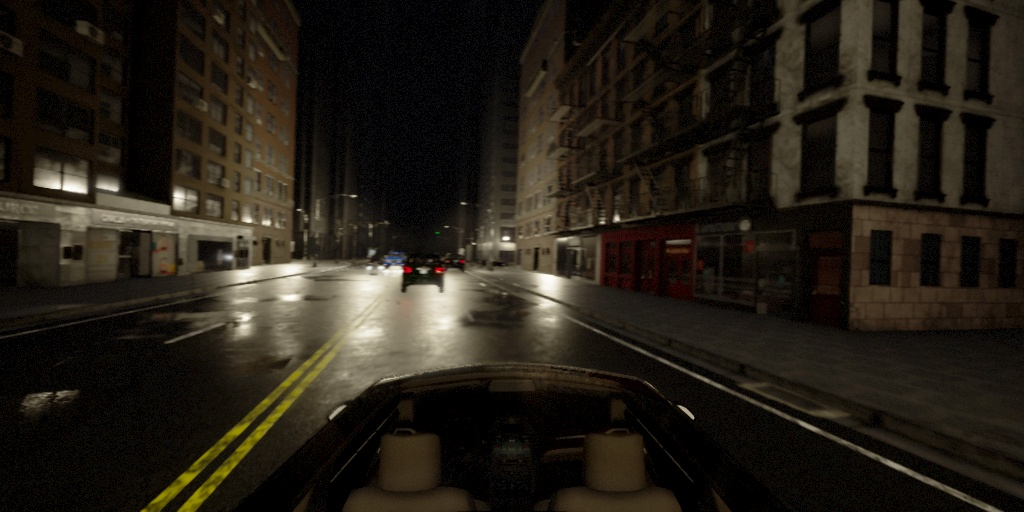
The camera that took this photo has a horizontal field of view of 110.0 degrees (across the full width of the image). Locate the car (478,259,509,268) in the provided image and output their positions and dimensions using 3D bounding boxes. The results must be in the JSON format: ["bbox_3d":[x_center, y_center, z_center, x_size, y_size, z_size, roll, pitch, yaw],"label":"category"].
[{"bbox_3d":[-2.929,1.167,56.622,4.902,1.511,2.128,2,-1,-22],"label":"car"}]

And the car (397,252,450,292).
[{"bbox_3d":[-4.864,0.821,19.805,2.150,2.045,5.566,2,0,-13],"label":"car"}]

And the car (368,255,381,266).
[{"bbox_3d":[-18.919,0.638,50.204,1.837,1.490,4.892,2,-1,-16],"label":"car"}]

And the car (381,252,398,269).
[{"bbox_3d":[-13.879,0.525,42.931,2.150,2.045,5.566,2,0,-13],"label":"car"}]

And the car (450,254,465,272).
[{"bbox_3d":[-6.708,0.762,41.448,2.150,2.045,5.566,2,0,-13],"label":"car"}]
